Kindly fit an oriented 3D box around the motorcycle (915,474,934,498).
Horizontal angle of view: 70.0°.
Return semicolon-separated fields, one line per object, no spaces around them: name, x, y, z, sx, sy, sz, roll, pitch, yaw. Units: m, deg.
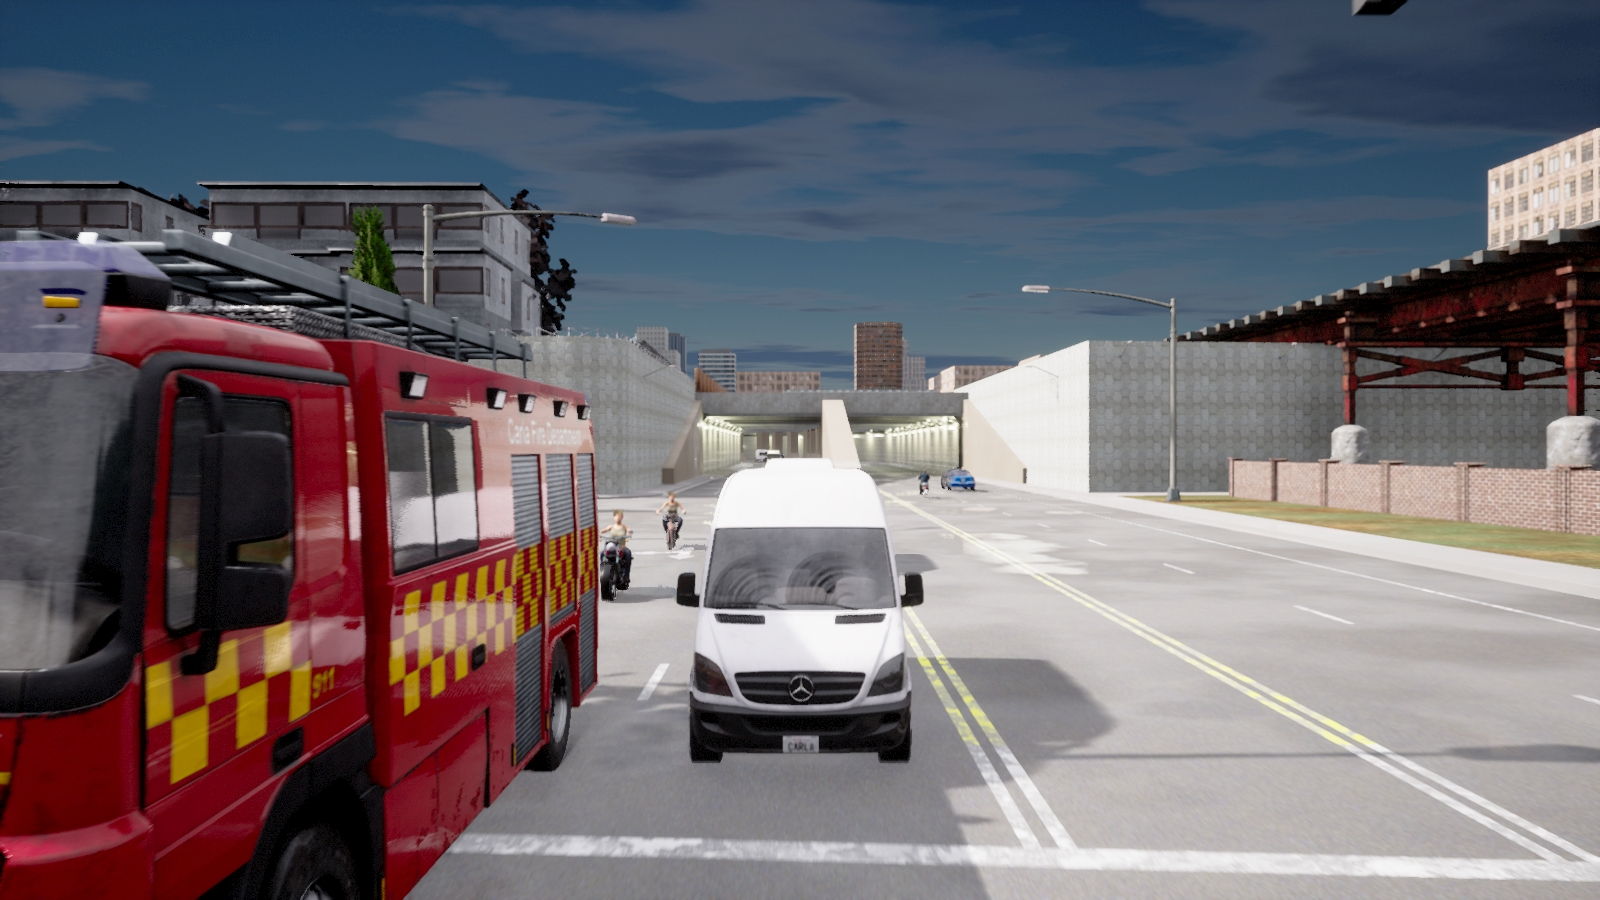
motorcycle;7.018;2.017;64.404;0.856;1.341;1.805;0;0;0

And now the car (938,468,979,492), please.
car;10.508;1.972;76.148;2.033;1.411;5.357;0;0;0

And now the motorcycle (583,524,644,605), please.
motorcycle;-3.507;2.134;21.702;0.764;1.277;2.356;0;0;0

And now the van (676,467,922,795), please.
van;-0.004;1.511;12.217;1.988;2.561;5.915;0;0;0

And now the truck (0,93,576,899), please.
truck;-3.730;0.878;7.321;2.891;3.827;8.468;0;0;0
